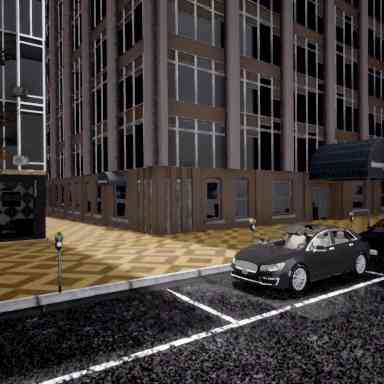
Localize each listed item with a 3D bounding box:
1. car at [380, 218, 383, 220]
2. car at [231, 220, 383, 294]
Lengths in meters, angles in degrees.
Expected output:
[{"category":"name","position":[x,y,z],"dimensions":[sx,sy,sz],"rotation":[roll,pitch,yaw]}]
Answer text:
[{"category":"car","position":[7.577,1.563,11.988],"dimensions":[4.313,1.339,1.947],"rotation":[0,-1,-36]},{"category":"car","position":[2.952,1.549,8.684],"dimensions":[4.403,1.369,2.008],"rotation":[0,-1,-36]}]
